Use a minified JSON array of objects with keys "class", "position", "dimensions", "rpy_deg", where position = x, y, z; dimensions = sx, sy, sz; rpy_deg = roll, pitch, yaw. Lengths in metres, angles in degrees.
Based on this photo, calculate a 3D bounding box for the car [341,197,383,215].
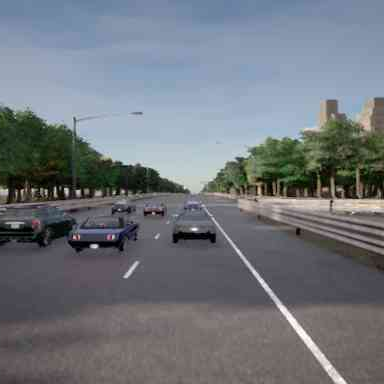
[{"class":"car","position":[16.242,1.269,30.630],"dimensions":[1.801,1.575,5.366],"rpy_deg":[0,-1,-29]}]

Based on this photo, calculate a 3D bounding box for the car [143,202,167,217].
[{"class":"car","position":[-3.396,1.588,31.615],"dimensions":[1.895,1.301,4.718],"rpy_deg":[0,0,0]}]

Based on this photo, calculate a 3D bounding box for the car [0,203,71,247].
[{"class":"car","position":[-6.897,1.358,15.115],"dimensions":[2.097,1.767,4.553],"rpy_deg":[0,0,0]}]

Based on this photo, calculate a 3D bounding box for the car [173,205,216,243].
[{"class":"car","position":[0.103,1.570,16.279],"dimensions":[1.994,1.385,4.181],"rpy_deg":[0,0,0]}]

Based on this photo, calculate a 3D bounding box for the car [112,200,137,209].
[{"class":"car","position":[-6.898,1.503,33.927],"dimensions":[1.812,1.442,4.674],"rpy_deg":[0,0,0]}]

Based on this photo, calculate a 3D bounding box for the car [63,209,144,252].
[{"class":"car","position":[-3.399,1.606,13.824],"dimensions":[1.895,1.301,4.718],"rpy_deg":[0,0,0]}]

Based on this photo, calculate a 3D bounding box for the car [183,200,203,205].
[{"class":"car","position":[0.102,1.503,33.846],"dimensions":[1.812,1.442,4.674],"rpy_deg":[0,0,0]}]
